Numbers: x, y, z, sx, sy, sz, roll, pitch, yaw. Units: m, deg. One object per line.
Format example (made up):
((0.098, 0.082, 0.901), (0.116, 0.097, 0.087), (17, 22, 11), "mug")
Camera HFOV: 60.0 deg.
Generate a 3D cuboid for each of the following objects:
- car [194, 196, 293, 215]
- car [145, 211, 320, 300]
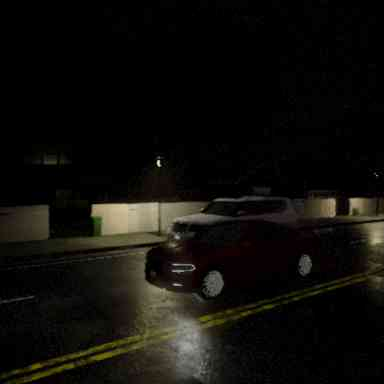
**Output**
((1.750, 1.201, 12.919), (5.566, 2.045, 2.150), (0, 0, -35), "car")
((1.207, 1.464, 8.540), (5.008, 1.535, 1.882), (0, 0, -35), "car")
